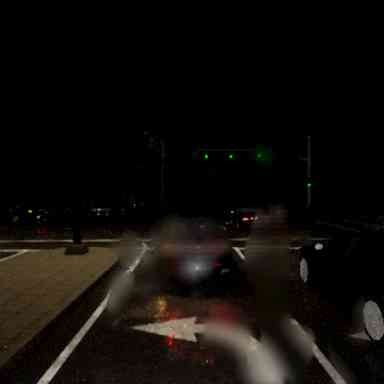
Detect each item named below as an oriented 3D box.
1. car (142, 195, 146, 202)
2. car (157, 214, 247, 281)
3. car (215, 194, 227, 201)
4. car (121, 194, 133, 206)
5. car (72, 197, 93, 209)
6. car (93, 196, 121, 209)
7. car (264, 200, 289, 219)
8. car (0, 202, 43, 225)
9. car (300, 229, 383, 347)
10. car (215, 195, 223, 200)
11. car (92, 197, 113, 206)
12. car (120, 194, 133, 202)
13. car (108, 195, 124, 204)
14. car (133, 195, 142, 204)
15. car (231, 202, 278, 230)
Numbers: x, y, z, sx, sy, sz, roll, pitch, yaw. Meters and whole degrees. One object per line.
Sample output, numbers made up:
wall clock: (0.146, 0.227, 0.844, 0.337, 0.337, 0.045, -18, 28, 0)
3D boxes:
car: (-11.508, 1.473, 75.144, 2.128, 1.511, 4.902, 0, 0, 0)
car: (0.053, 1.485, 9.828, 2.128, 1.511, 4.902, 0, 0, -1)
car: (7.027, 1.302, 78.965, 2.097, 1.767, 4.553, 0, 0, 1)
car: (-11.513, 1.468, 54.468, 1.837, 1.490, 4.892, 0, 0, 0)
car: (-15.067, 1.446, 46.130, 1.882, 1.535, 5.008, 0, 0, 0)
car: (-11.607, 1.533, 45.645, 1.994, 1.385, 4.181, 0, 0, 1)
car: (7.093, 1.485, 29.330, 1.837, 1.490, 4.892, 0, 0, 0)
car: (-13.129, 1.488, 23.523, 4.892, 1.490, 1.837, 0, -1, 7)
car: (3.599, 1.473, 6.316, 1.882, 1.535, 5.008, 0, 0, 0)
car: (7.247, 1.493, 89.045, 1.994, 1.385, 4.181, 0, 0, 1)
car: (-15.013, 1.509, 55.908, 2.033, 1.411, 5.357, 0, 0, 0)
car: (-14.999, 1.297, 76.177, 2.097, 1.767, 4.553, 0, 0, 0)
car: (-15.015, 1.449, 66.011, 2.128, 1.511, 4.902, 0, 0, 0)
car: (-11.515, 1.482, 64.737, 1.812, 1.442, 4.674, 0, 0, 0)
car: (3.595, 1.533, 20.939, 2.033, 1.411, 5.357, 0, 0, 0)
